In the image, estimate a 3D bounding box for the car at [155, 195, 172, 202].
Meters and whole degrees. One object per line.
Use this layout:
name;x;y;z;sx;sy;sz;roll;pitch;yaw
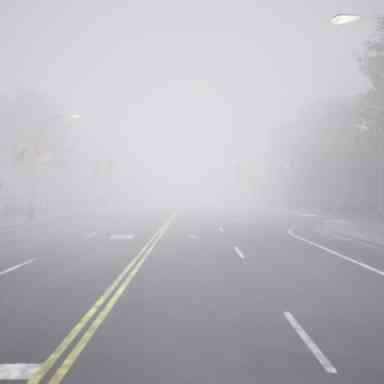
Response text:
car;-6.393;1.472;75.653;2.002;1.452;4.674;0;0;20

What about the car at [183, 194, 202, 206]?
car;0.098;1.515;52.587;2.033;1.411;5.357;0;0;1

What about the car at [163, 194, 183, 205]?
car;-3.278;1.314;58.997;2.097;1.767;4.553;0;0;4

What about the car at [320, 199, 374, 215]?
car;15.606;1.458;33.590;5.008;1.535;1.882;0;0;1

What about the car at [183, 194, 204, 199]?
car;0.324;1.431;74.837;1.882;1.535;5.008;0;0;21

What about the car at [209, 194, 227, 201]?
car;6.615;1.306;79.604;2.097;1.767;4.553;0;0;33

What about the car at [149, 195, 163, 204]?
car;-6.571;1.453;61.824;2.128;1.511;4.902;0;0;6

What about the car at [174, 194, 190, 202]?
car;-2.388;1.306;77.414;2.097;1.767;4.553;0;0;21
